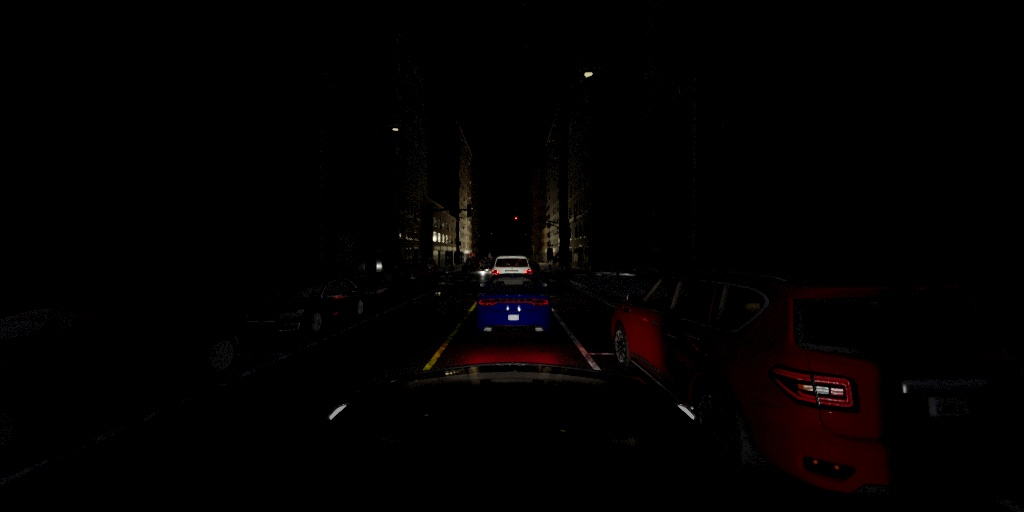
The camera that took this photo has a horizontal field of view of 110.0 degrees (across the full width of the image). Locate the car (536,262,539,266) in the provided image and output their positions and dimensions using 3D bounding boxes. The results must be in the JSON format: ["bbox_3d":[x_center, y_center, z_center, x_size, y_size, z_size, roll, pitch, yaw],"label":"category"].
[{"bbox_3d":[2.804,1.350,48.476,1.802,1.307,4.207,0,0,0],"label":"car"}]

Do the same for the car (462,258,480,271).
[{"bbox_3d":[-5.721,1.350,48.439,1.802,1.307,4.207,0,0,0],"label":"car"}]

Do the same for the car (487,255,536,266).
[{"bbox_3d":[-0.016,0.971,20.159,2.150,2.045,5.566,0,0,0],"label":"car"}]

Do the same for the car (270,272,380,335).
[{"bbox_3d":[-5.676,1.299,10.274,2.007,1.370,4.403,0,0,0],"label":"car"}]

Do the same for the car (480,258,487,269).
[{"bbox_3d":[-3.154,1.295,48.980,1.812,1.442,4.674,0,0,-3],"label":"car"}]

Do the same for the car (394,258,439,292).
[{"bbox_3d":[-5.689,1.064,21.439,2.192,1.841,5.009,0,0,0],"label":"car"}]

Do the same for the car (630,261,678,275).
[{"bbox_3d":[14.642,1.199,37.053,4.181,1.385,1.994,0,1,0],"label":"car"}]

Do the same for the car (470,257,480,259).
[{"bbox_3d":[-5.728,1.090,54.004,2.192,1.841,5.009,0,0,0],"label":"car"}]

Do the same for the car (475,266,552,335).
[{"bbox_3d":[0.044,1.226,10.499,1.882,1.535,5.008,0,0,0],"label":"car"}]

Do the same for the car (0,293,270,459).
[{"bbox_3d":[-5.670,1.294,4.692,1.888,1.381,4.507,0,0,0],"label":"car"}]

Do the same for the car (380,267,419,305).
[{"bbox_3d":[-5.683,1.330,15.857,1.802,1.307,4.207,0,0,0],"label":"car"}]

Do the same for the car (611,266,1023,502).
[{"bbox_3d":[2.855,1.064,4.724,2.192,1.841,5.009,0,0,0],"label":"car"}]
